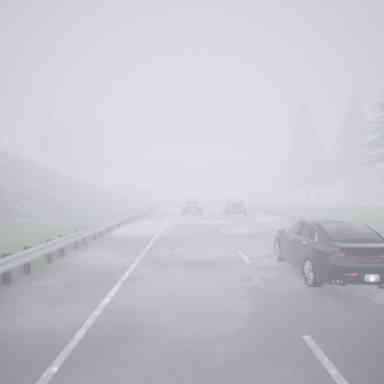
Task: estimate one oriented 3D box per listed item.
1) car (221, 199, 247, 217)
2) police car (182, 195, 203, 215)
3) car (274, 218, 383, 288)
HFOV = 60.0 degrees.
[{"bbox_3d":[3.624,1.347,29.137,2.128,1.511,4.902,0,0,0],"label":"car"},{"bbox_3d":[0.033,1.391,31.847,2.038,1.542,4.974,0,0,0],"label":"police car"},{"bbox_3d":[3.609,1.460,9.078,1.837,1.490,4.892,0,0,0],"label":"car"}]
